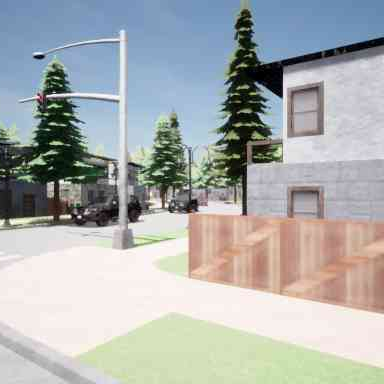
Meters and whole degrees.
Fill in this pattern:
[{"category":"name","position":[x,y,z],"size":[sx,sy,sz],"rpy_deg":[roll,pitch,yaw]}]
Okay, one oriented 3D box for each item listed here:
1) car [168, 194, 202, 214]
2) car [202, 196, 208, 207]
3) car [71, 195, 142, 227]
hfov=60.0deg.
[{"category":"car","position":[-0.829,1.200,35.942],"size":[2.150,2.045,5.566],"rpy_deg":[0,0,15]},{"category":"car","position":[1.347,1.332,51.599],"size":[2.097,1.767,4.553],"rpy_deg":[0,0,1]},{"category":"car","position":[-5.735,1.202,23.142],"size":[2.150,2.045,5.566],"rpy_deg":[0,0,27]}]
